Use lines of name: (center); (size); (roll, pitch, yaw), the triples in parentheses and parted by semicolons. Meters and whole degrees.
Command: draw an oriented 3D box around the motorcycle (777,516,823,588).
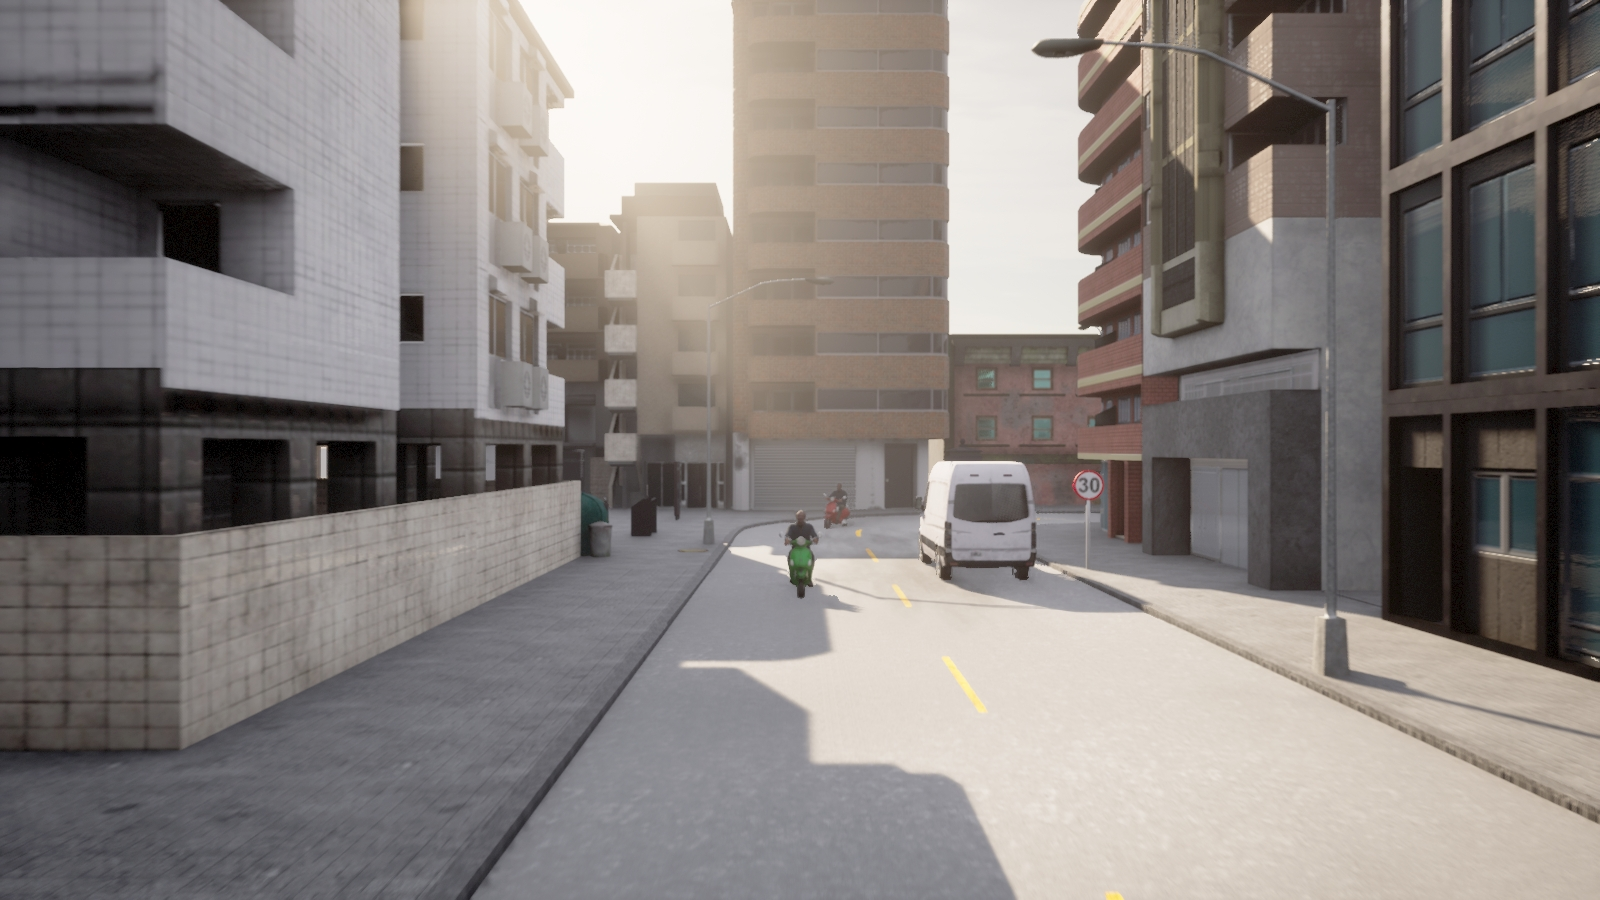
motorcycle: (0.005, 1.964, 22.238); (0.856, 1.236, 1.805); (0, 0, 0)

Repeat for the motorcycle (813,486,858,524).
motorcycle: (1.277, 1.968, 41.045); (0.856, 1.236, 1.805); (3, 2, 28)

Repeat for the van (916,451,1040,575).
van: (4.005, 1.317, 26.734); (1.988, 2.561, 5.915); (0, 0, 0)
